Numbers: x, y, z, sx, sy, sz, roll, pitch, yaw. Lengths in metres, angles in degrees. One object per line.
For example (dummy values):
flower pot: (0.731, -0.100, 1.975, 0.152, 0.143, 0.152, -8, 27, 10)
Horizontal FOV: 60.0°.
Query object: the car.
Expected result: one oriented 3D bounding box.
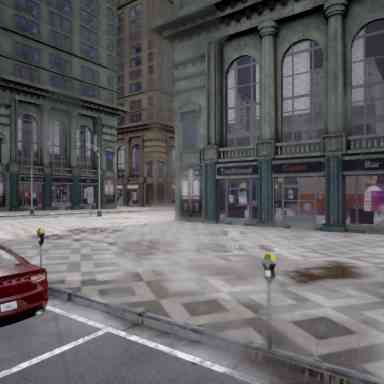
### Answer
car: (-4.501, 1.545, 6.182, 4.507, 1.381, 1.887, 0, 0, 35)
